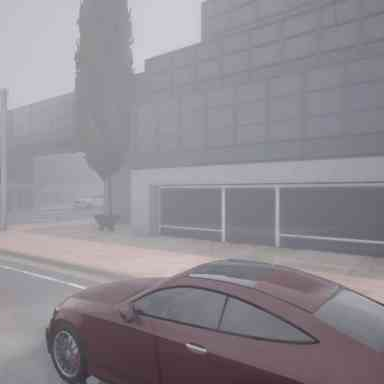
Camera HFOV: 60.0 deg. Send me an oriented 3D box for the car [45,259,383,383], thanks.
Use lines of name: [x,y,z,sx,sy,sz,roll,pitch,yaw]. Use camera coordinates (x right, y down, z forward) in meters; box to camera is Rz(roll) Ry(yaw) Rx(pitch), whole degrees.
car: [0.308,1.526,3.746,4.674,1.442,1.812,0,0,35]

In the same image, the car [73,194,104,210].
car: [-12.394,1.222,42.540,2.150,2.045,5.566,0,0,36]

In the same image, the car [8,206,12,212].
car: [-20.069,1.601,31.823,1.895,1.301,4.718,0,0,36]
